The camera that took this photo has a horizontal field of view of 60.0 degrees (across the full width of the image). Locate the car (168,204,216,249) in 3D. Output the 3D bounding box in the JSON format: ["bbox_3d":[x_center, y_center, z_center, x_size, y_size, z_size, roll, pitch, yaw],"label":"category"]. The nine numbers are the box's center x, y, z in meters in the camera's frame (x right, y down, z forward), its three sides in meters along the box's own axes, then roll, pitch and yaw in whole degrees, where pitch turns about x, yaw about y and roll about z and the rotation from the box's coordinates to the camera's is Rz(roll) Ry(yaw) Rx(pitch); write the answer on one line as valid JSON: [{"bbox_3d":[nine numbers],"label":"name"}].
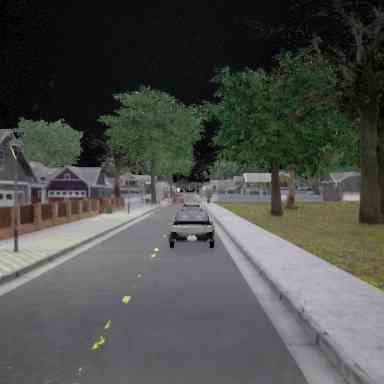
[{"bbox_3d":[0.000,1.494,14.650,2.128,1.511,4.902,0,0,0],"label":"car"}]

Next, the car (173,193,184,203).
[{"bbox_3d":[-2.750,1.324,68.736,2.150,2.045,5.566,0,0,0],"label":"car"}]

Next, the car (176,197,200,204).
[{"bbox_3d":[0.000,1.494,29.650,2.128,1.511,4.902,0,0,0],"label":"car"}]
